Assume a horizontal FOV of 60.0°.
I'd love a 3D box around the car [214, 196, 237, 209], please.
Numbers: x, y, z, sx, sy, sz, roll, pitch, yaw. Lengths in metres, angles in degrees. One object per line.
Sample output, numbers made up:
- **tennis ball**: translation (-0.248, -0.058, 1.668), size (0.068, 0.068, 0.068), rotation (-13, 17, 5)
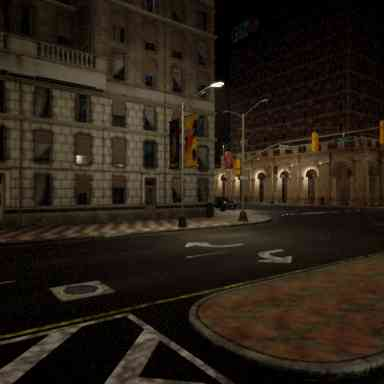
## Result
- **car**: translation (3.776, 1.352, 43.682), size (2.097, 1.767, 4.553), rotation (0, 0, -36)
